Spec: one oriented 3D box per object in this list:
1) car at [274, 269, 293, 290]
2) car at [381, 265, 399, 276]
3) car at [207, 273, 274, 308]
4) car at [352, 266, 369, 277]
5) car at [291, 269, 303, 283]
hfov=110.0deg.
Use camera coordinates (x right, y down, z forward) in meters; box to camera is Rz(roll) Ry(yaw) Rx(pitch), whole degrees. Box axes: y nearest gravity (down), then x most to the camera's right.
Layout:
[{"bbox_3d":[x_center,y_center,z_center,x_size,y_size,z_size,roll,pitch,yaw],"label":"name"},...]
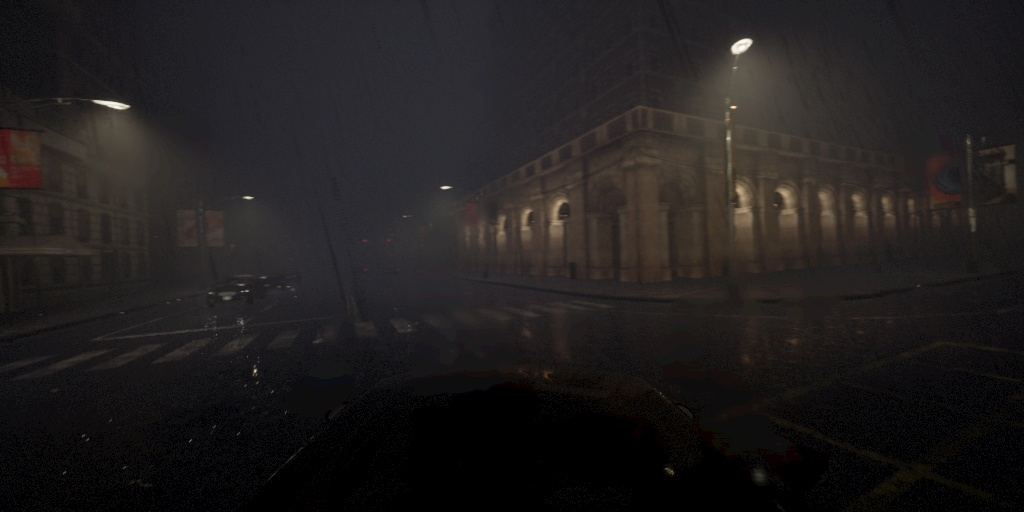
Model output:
[{"bbox_3d":[-18.929,2.018,28.299,1.994,1.385,4.181,-2,0,-25],"label":"car"},{"bbox_3d":[-16.147,1.890,47.451,2.033,1.411,5.357,-2,0,-25],"label":"car"},{"bbox_3d":[-14.684,1.788,19.343,2.128,1.511,4.902,-2,0,-26],"label":"car"},{"bbox_3d":[-20.878,2.046,49.390,1.812,1.442,4.674,-2,0,-25],"label":"car"},{"bbox_3d":[-23.289,2.106,37.694,2.128,1.511,4.902,-2,0,-25],"label":"car"}]
